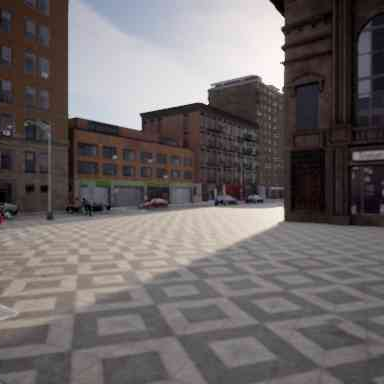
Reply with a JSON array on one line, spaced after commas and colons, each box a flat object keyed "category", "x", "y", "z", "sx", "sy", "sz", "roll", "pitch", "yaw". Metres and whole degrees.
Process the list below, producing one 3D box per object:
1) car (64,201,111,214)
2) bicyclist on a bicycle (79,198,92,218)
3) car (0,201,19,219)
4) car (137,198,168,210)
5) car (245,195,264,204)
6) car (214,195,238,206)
[{"category": "car", "x": -10.902, "y": 1.586, "z": 35.025, "sx": 1.895, "sy": 1.301, "sz": 4.718, "roll": 0, "pitch": 0, "yaw": 36}, {"category": "bicyclist on a bicycle", "x": -8.760, "y": 1.299, "z": 27.335, "sx": 1.656, "sy": 1.620, "sz": 0.582, "roll": 0, "pitch": 0, "yaw": 36}, {"category": "car", "x": -16.705, "y": 1.488, "z": 26.976, "sx": 2.128, "sy": 1.511, "sz": 4.902, "roll": 0, "pitch": 0, "yaw": 36}, {"category": "car", "x": -5.004, "y": 1.500, "z": 43.179, "sx": 1.812, "sy": 1.442, "sz": 4.674, "roll": 0, "pitch": 0, "yaw": 36}, {"category": "car", "x": 11.407, "y": 1.302, "z": 60.493, "sx": 2.097, "sy": 1.767, "sz": 4.553, "roll": 0, "pitch": 0, "yaw": 36}, {"category": "car", "x": 5.410, "y": 1.314, "z": 52.171, "sx": 2.097, "sy": 1.767, "sz": 4.553, "roll": 0, "pitch": 0, "yaw": 36}]
